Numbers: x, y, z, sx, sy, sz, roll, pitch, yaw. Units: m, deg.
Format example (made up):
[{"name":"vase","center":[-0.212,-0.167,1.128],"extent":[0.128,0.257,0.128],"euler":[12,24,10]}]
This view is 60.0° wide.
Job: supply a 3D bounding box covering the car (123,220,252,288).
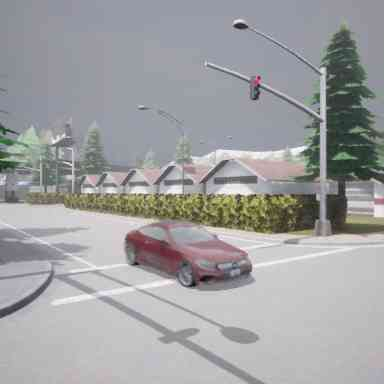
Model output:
[{"name":"car","center":[-0.389,1.592,9.601],"extent":[1.812,1.442,4.674],"euler":[0,1,-37]}]
